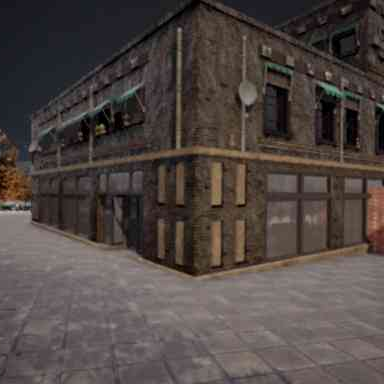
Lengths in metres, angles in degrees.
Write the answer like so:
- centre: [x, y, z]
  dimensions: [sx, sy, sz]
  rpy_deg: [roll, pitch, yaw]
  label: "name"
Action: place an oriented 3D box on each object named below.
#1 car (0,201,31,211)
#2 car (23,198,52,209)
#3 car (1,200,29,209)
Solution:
- centre: [-26.953, 2.071, 49.843]
  dimensions: [4.553, 1.767, 2.185]
  rpy_deg: [1, -2, 23]
  label: "car"
- centre: [-32.581, 2.382, 70.207]
  dimensions: [5.566, 2.045, 2.435]
  rpy_deg: [1, -1, 23]
  label: "car"
- centre: [-34.569, 2.470, 64.986]
  dimensions: [5.366, 1.575, 1.946]
  rpy_deg: [1, -2, 23]
  label: "car"
